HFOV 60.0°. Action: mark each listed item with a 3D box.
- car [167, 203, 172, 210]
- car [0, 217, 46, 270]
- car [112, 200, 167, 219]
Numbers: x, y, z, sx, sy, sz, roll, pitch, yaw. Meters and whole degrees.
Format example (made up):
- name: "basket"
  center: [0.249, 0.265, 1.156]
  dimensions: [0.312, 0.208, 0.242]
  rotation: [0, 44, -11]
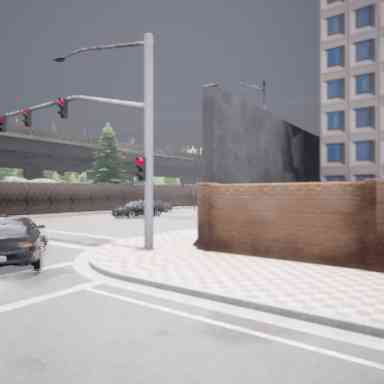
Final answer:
- name: "car"
  center: [-4.390, 1.527, 35.351]
  dimensions: [2.033, 1.411, 5.357]
  rotation: [0, 0, 36]
- name: "car"
  center: [-5.738, 1.518, 10.523]
  dimensions: [1.812, 1.442, 4.674]
  rotation: [0, 1, -23]
- name: "car"
  center: [-4.703, 1.452, 28.906]
  dimensions: [1.882, 1.535, 5.008]
  rotation: [0, 0, 36]
